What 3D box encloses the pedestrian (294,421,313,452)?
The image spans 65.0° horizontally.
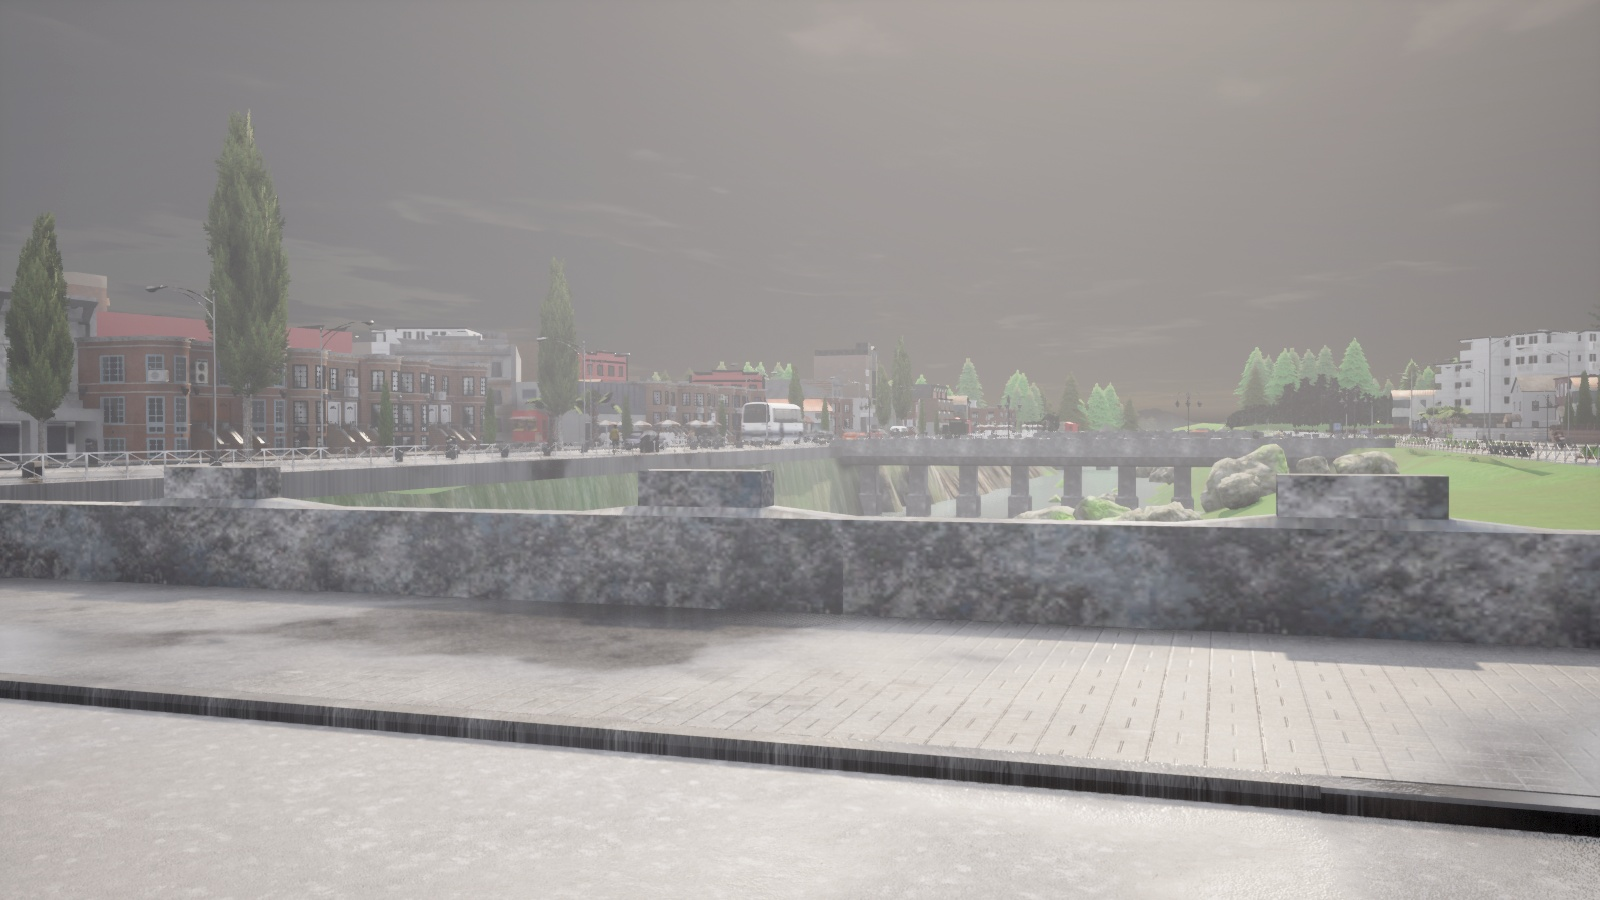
[{"bbox_3d":[-29.926,-0.804,75.671,0.634,1.844,0.899,1,1,19],"label":"pedestrian"}]

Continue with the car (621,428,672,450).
[{"bbox_3d":[-11.991,-0.865,98.486,2.033,1.649,4.856,1,1,19],"label":"car"}]

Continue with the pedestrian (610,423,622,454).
[{"bbox_3d":[-11.019,-0.708,75.117,0.431,1.840,0.709,0,1,17],"label":"pedestrian"}]
